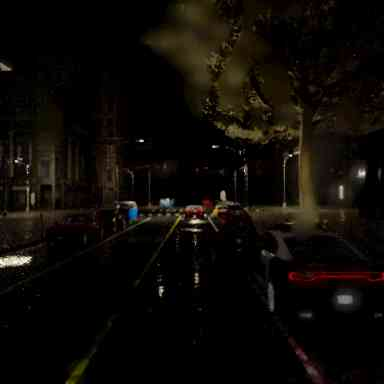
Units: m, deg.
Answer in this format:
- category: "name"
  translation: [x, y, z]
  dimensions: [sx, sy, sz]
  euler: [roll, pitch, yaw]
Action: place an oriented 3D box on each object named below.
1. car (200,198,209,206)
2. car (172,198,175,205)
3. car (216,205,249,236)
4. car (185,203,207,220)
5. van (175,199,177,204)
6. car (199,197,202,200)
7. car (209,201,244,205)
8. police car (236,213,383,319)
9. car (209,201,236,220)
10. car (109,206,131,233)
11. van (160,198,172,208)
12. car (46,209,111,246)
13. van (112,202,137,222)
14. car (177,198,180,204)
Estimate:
- category: "car"
  translation: [3.216, 2.442, 70.814]
  dimensions: [1.887, 1.381, 4.507]
  euler: [0, -1, 0]
- category: "car"
  translation: [-5.339, 2.465, 70.883]
  dimensions: [1.887, 1.381, 4.507]
  euler: [0, -1, 0]
- category: "car"
  translation: [2.905, 1.812, 22.145]
  dimensions: [1.887, 1.381, 4.507]
  euler: [0, -1, 0]
- category: "car"
  translation: [0.268, 2.011, 32.870]
  dimensions: [1.895, 1.301, 4.718]
  euler: [0, -1, 1]
- category: "van"
  translation: [-5.271, 2.410, 81.934]
  dimensions: [1.690, 1.788, 3.998]
  euler: [0, -1, 0]
- category: "car"
  translation: [3.313, 2.649, 87.558]
  dimensions: [1.752, 1.417, 4.829]
  euler: [0, -1, 0]
- category: "car"
  translation: [5.220, 1.946, 43.335]
  dimensions: [4.902, 1.511, 2.128]
  euler: [-2, 1, -17]
- category: "police car"
  translation: [2.424, 1.516, 7.821]
  dimensions: [1.930, 1.638, 5.238]
  euler: [0, -1, 0]
- category: "car"
  translation: [2.976, 1.929, 32.895]
  dimensions: [1.752, 1.417, 4.829]
  euler: [0, -1, 0]
- category: "car"
  translation: [-5.621, 1.853, 21.965]
  dimensions: [1.947, 1.339, 4.313]
  euler: [0, -1, 0]
- category: "van"
  translation: [-5.374, 2.187, 65.361]
  dimensions: [1.690, 1.788, 3.998]
  euler: [0, -1, 0]
- category: "car"
  translation: [-5.654, 1.764, 16.553]
  dimensions: [1.887, 1.381, 4.507]
  euler: [0, -1, 0]
- category: "van"
  translation: [-5.590, 1.696, 27.380]
  dimensions: [1.690, 1.788, 3.998]
  euler: [0, -1, 0]
- category: "car"
  translation: [-5.201, 2.801, 92.980]
  dimensions: [1.802, 1.307, 4.206]
  euler: [0, -1, 0]
